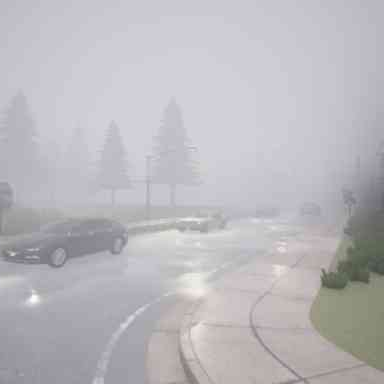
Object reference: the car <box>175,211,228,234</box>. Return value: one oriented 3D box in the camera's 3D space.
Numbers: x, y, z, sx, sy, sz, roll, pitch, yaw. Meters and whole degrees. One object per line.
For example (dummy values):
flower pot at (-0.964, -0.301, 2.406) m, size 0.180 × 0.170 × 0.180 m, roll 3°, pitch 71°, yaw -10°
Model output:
car at (0.733, 1.948, 22.168) m, size 1.895 × 1.301 × 4.718 m, roll 0°, pitch -1°, yaw 27°

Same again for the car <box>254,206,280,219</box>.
car at (8.481, 2.232, 37.467) m, size 1.895 × 1.301 × 4.718 m, roll 0°, pitch -1°, yaw 27°

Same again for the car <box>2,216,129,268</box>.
car at (-4.310, 1.667, 12.162) m, size 1.837 × 1.490 × 4.892 m, roll 0°, pitch -1°, yaw 27°

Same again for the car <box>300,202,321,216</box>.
car at (15.170, 2.105, 42.562) m, size 2.097 × 1.767 × 4.553 m, roll 0°, pitch -1°, yaw 27°
